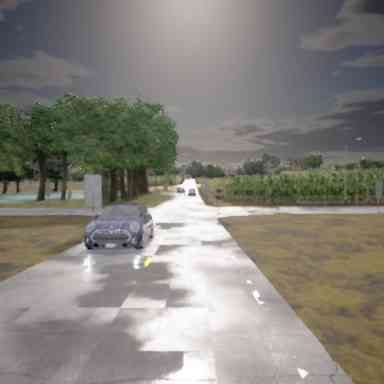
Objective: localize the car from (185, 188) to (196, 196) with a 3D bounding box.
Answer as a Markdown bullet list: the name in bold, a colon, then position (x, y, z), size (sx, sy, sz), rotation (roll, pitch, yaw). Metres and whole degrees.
- **car**: position (0.003, 0.281, 81.524), size (1.994, 1.385, 4.181), rotation (0, 2, 0)

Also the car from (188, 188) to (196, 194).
- **car**: position (0.004, -0.319, 91.510), size (1.882, 1.535, 5.008), rotation (0, 2, 0)

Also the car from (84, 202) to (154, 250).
- **car**: position (-2.824, 1.248, 13.768), size (2.097, 1.767, 4.553), rotation (0, 0, 0)

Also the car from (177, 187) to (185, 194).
- **car**: position (-2.746, -0.438, 85.702), size (2.097, 1.767, 4.553), rotation (0, 2, 0)
